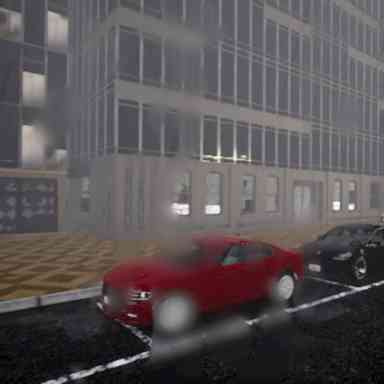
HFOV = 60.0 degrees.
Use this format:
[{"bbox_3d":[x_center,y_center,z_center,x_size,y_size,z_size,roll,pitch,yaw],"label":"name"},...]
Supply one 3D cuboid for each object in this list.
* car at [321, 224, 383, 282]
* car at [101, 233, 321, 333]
[{"bbox_3d":[5.059,1.671,10.158,4.313,1.339,1.947,1,0,-35],"label":"car"},{"bbox_3d":[0.423,1.589,6.855,4.507,1.381,1.887,1,0,-35],"label":"car"}]
